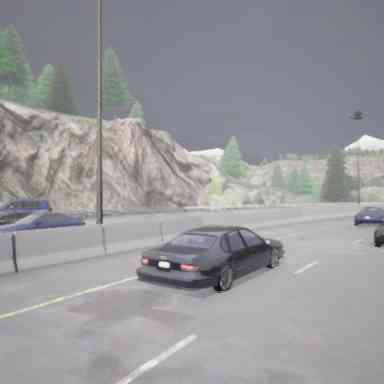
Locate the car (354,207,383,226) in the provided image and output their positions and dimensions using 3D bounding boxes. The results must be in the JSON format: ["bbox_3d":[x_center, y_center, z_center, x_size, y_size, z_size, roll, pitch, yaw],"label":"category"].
[{"bbox_3d":[13.813,1.806,25.101,1.994,1.385,4.181,-1,-1,43],"label":"car"}]

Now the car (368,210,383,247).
[{"bbox_3d":[9.649,1.704,15.072,1.994,1.385,4.181,-1,-1,39],"label":"car"}]

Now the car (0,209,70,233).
[{"bbox_3d":[-11.079,1.922,22.984,1.895,1.301,4.718,-1,-1,37],"label":"car"}]

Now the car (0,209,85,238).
[{"bbox_3d":[-7.380,1.750,16.155,1.812,1.442,4.674,-1,-1,36],"label":"car"}]

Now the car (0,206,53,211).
[{"bbox_3d":[-10.124,1.767,18.321,1.837,1.490,4.892,-1,-1,36],"label":"car"}]

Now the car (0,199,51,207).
[{"bbox_3d":[-13.531,1.584,25.551,2.150,2.045,5.566,-1,-1,37],"label":"car"}]

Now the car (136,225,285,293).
[{"bbox_3d":[0.842,1.657,9.338,2.033,1.411,5.357,-1,-1,35],"label":"car"}]
